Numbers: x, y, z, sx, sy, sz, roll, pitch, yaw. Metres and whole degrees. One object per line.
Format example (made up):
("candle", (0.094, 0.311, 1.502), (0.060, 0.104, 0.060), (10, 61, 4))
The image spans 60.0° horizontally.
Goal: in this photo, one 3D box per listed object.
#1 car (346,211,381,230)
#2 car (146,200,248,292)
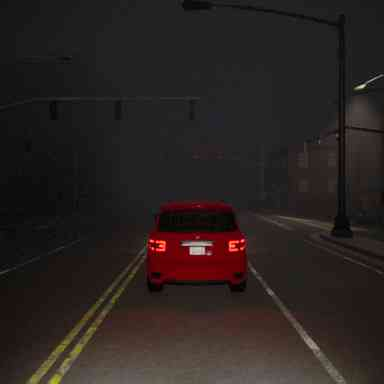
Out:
("car", (15.435, 2.488, 29.654), (4.902, 1.511, 2.128), (8, 0, 0))
("car", (0.101, 1.221, 9.060), (2.150, 2.045, 5.566), (0, 0, 0))
